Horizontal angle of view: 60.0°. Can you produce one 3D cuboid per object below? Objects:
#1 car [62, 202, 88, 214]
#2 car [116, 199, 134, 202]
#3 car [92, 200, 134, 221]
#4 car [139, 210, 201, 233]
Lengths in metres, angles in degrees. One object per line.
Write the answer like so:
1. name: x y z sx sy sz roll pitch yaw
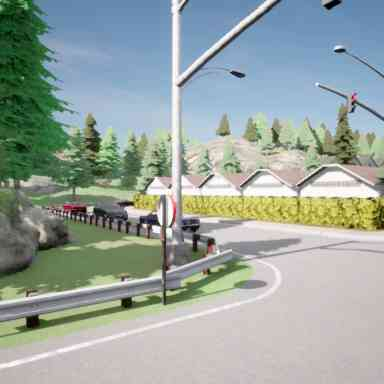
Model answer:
1. car: -13.393 1.791 37.959 1.895 1.301 4.718 0 0 -33
2. car: -10.958 1.776 53.332 1.895 1.301 4.718 0 0 33
3. car: -7.177 1.696 28.956 1.837 1.490 4.892 0 0 -35
4. car: -1.462 1.792 20.788 1.895 1.301 4.718 0 0 -35
